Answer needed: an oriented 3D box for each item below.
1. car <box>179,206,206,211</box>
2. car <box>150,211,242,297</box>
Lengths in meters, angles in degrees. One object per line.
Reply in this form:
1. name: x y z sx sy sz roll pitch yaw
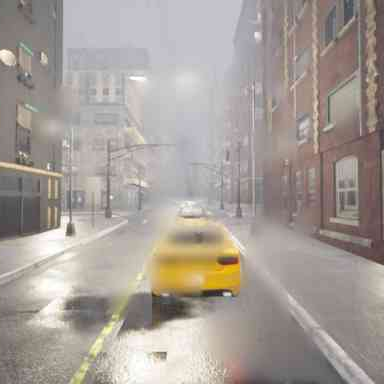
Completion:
1. car: 0.066 1.507 17.910 2.128 1.511 4.902 0 0 1
2. car: 0.089 1.483 8.627 1.882 1.535 5.008 0 0 0
